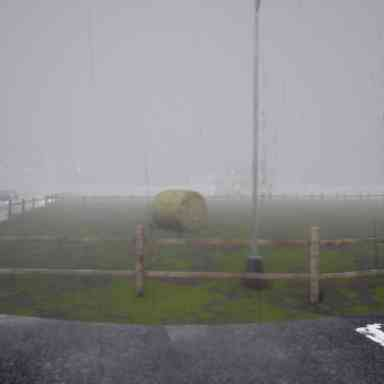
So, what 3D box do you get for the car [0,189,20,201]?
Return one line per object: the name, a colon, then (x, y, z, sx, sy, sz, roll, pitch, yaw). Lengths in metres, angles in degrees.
car: (-27.180, 0.426, 49.406, 2.097, 1.767, 4.553, 1, 1, -16)
